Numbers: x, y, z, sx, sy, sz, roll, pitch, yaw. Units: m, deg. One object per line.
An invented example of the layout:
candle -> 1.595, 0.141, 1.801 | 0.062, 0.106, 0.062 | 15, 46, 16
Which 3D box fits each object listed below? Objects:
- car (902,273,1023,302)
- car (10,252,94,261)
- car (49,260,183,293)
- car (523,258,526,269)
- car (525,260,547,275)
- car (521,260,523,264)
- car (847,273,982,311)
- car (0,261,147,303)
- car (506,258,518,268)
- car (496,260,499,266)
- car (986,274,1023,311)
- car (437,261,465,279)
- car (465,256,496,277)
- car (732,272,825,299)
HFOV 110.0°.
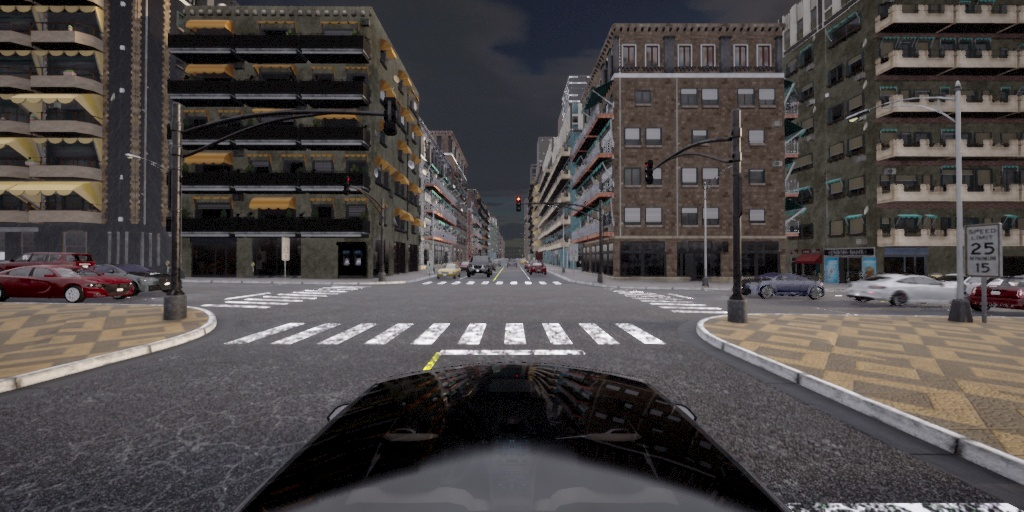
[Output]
car -> 24.838, 1.703, 19.803 | 4.674, 1.442, 1.812 | 1, -1, 0
car -> -28.641, 0.685, 21.998 | 5.009, 1.841, 2.192 | 0, 0, 0
car -> -17.674, 1.048, 16.290 | 4.181, 1.385, 1.994 | 1, -1, -1
car -> 2.703, 1.196, 43.870 | 1.967, 1.591, 4.097 | 0, 0, 0
car -> 2.701, 1.300, 38.346 | 1.888, 1.381, 4.507 | 0, 0, 0
car -> 2.706, 1.341, 54.917 | 1.802, 1.307, 4.207 | 0, 0, 0
car -> 18.295, 1.570, 16.596 | 4.674, 1.442, 1.812 | 1, -1, 0
car -> -17.259, 1.010, 13.700 | 4.507, 1.381, 1.888 | 0, 0, 0
car -> 0.018, 1.254, 63.775 | 2.128, 1.511, 4.902 | 0, 0, 0
car -> -3.087, 1.261, 47.951 | 1.837, 1.490, 4.892 | 0, 0, 0
car -> 20.838, 1.499, 14.011 | 4.097, 1.591, 1.967 | 0, 0, 0
car -> -5.681, 1.280, 32.669 | 1.751, 1.417, 4.829 | 0, 0, 0
car -> -3.091, 0.976, 35.247 | 2.150, 2.045, 5.566 | 0, 0, 0
car -> 14.573, 1.582, 19.730 | 4.181, 1.385, 1.994 | 1, -1, -1
